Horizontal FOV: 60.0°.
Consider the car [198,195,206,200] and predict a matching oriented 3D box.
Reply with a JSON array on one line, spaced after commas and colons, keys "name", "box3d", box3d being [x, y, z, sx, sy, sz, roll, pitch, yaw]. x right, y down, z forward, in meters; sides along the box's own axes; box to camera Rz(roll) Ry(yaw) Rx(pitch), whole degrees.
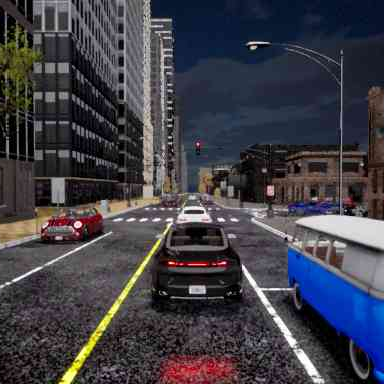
[{"name": "car", "box3d": [2.765, 1.531, 93.576, 2.008, 1.369, 4.403, -1, 0, 0]}]

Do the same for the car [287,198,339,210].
[{"name": "car", "box3d": [12.029, 1.671, 33.704, 4.674, 1.442, 1.812, 0, 1, 2]}]

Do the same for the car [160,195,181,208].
[{"name": "car", "box3d": [-3.053, 1.551, 47.952, 1.994, 1.385, 4.181, 0, 0, 0]}]

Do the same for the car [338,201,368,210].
[{"name": "car", "box3d": [16.446, 1.793, 31.034, 4.313, 1.339, 1.947, 1, 0, 1]}]

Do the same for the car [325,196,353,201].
[{"name": "car", "box3d": [16.563, 1.411, 39.410, 5.009, 1.841, 2.192, 1, 0, 1]}]

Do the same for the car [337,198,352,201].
[{"name": "car", "box3d": [14.850, 1.684, 36.849, 4.181, 1.385, 1.994, 1, 1, 1]}]

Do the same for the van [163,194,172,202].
[{"name": "van", "box3d": [-5.601, 1.323, 76.707, 1.690, 1.788, 3.998, -1, 0, 0]}]

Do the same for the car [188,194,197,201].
[{"name": "car", "box3d": [0.075, 1.504, 81.023, 1.812, 1.442, 4.674, 0, 0, 0]}]

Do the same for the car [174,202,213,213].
[{"name": "car", "box3d": [0.111, 1.520, 18.739, 1.812, 1.442, 4.674, 0, 0, 0]}]

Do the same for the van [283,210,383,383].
[{"name": "van", "box3d": [2.680, 1.340, 5.091, 1.690, 1.788, 3.998, -1, 0, 0]}]

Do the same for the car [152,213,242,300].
[{"name": "car", "box3d": [0.105, 1.502, 8.382, 1.837, 1.490, 4.892, 0, 0, 0]}]

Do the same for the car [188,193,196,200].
[{"name": "car", "box3d": [0.084, 1.257, 91.027, 2.097, 1.767, 4.553, 0, 0, 0]}]

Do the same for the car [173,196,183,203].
[{"name": "car", "box3d": [-2.932, 1.536, 71.759, 1.994, 1.385, 4.181, 0, 0, 0]}]

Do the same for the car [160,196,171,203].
[{"name": "car", "box3d": [-5.603, 1.549, 71.063, 1.947, 1.339, 4.313, -1, 0, 0]}]

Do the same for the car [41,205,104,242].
[{"name": "car", "box3d": [-5.689, 1.435, 16.183, 1.967, 1.590, 4.097, -1, 0, 0]}]

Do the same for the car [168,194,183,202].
[{"name": "car", "box3d": [-3.014, 1.341, 60.482, 2.097, 1.767, 4.553, 0, 0, 0]}]

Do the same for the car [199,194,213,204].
[{"name": "car", "box3d": [2.732, 1.425, 59.712, 1.967, 1.590, 4.097, -1, 0, 0]}]

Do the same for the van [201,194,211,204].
[{"name": "van", "box3d": [2.736, 1.325, 65.356, 1.690, 1.788, 3.998, -1, 0, 0]}]

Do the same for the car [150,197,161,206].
[{"name": "car", "box3d": [-5.790, 1.512, 53.960, 1.752, 1.417, 4.829, -1, 0, 0]}]
